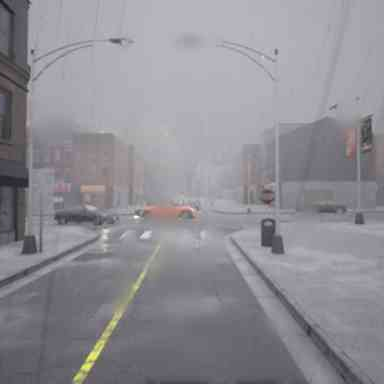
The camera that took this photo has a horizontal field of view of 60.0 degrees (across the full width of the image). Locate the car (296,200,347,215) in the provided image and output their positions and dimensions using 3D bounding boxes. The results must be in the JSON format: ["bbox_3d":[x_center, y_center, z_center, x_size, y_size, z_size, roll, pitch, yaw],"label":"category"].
[{"bbox_3d":[13.301,1.590,34.277,5.008,1.535,1.882,-1,-2,0],"label":"car"}]

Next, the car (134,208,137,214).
[{"bbox_3d":[-4.410,1.777,37.341,2.033,1.411,5.357,-2,-1,22],"label":"car"}]

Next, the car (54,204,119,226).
[{"bbox_3d":[-7.302,1.552,22.968,4.674,1.442,1.812,-1,-2,21],"label":"car"}]

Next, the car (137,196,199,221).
[{"bbox_3d":[-1.899,1.459,27.469,4.553,1.767,2.097,-1,-2,0],"label":"car"}]

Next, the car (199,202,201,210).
[{"bbox_3d":[0.240,1.777,46.444,2.033,1.411,5.357,0,0,3],"label":"car"}]

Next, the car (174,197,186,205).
[{"bbox_3d":[-2.391,1.805,65.503,2.128,1.511,4.902,0,0,1],"label":"car"}]
